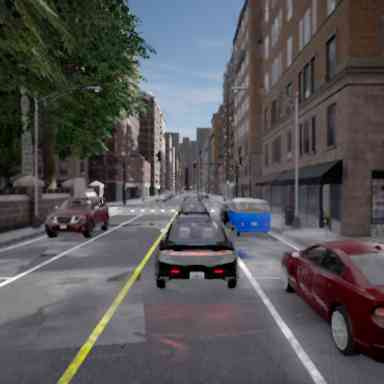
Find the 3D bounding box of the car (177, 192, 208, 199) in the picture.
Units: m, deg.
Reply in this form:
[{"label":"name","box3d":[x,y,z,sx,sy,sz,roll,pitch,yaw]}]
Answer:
[{"label":"car","box3d":[0.013,1.150,29.189,2.097,1.767,4.553,0,0,0]}]

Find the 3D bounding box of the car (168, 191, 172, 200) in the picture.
[{"label":"car","box3d":[-5.638,1.076,66.274,2.008,1.369,4.403,0,0,0]}]

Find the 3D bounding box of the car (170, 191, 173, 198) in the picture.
[{"label":"car","box3d":[-5.635,1.032,71.725,1.887,1.381,4.507,0,0,0]}]

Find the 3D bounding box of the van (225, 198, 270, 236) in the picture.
[{"label":"van","box3d":[2.863,1.225,17.170,1.690,1.788,3.998,0,0,0]}]

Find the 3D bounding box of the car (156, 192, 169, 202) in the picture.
[{"label":"car","box3d":[-5.640,1.090,60.653,1.752,1.417,4.829,0,0,0]}]

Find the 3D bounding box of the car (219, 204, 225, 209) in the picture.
[{"label":"car","box3d":[2.866,1.410,22.832,1.947,1.339,4.313,0,0,0]}]

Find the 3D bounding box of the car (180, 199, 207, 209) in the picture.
[{"label":"car","box3d":[0.105,1.363,18.965,2.128,1.511,4.902,0,0,0]}]

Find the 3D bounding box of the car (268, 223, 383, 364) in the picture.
[{"label":"car","box3d":[2.857,1.506,5.851,1.887,1.381,4.507,0,0,0]}]

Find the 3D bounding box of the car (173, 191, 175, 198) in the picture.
[{"label":"car","box3d":[-5.632,0.995,77.175,1.887,1.381,4.507,0,0,0]}]

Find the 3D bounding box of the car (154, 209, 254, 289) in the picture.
[{"label":"car","box3d":[0.104,1.430,8.998,2.128,1.511,4.902,0,0,0]}]

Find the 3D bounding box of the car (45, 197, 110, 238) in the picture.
[{"label":"car","box3d":[-5.662,1.199,17.134,2.192,1.841,5.009,0,0,0]}]
